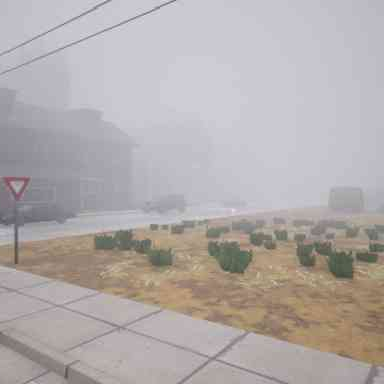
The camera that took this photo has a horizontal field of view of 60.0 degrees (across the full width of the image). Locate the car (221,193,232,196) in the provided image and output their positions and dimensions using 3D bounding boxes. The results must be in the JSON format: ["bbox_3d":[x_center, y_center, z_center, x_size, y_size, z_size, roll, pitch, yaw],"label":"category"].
[{"bbox_3d":[5.758,1.118,54.091,1.905,1.878,3.866,6,1,-8],"label":"car"}]

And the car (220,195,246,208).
[{"bbox_3d":[6.156,1.506,47.349,1.812,1.442,4.674,0,0,35],"label":"car"}]

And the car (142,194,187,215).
[{"bbox_3d":[-2.770,1.196,34.600,2.150,2.045,5.566,0,0,35],"label":"car"}]

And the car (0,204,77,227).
[{"bbox_3d":[-10.726,1.521,23.115,2.033,1.411,5.357,0,0,35],"label":"car"}]
